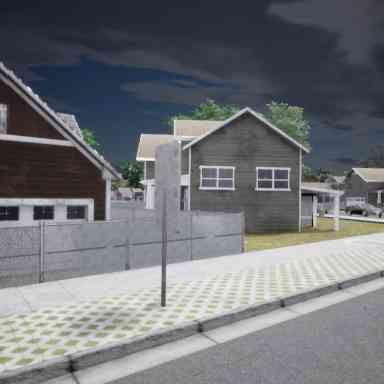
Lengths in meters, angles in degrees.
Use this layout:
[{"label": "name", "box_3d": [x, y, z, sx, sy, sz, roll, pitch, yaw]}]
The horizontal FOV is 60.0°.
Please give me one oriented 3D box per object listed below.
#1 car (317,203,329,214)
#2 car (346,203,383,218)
[{"label": "car", "box_3d": [17.832, 2.341, 47.925, 1.837, 1.490, 4.892, 1, -1, -6]}, {"label": "car", "box_3d": [18.949, 2.020, 36.767, 2.128, 1.511, 4.902, 1, -2, -5]}]
